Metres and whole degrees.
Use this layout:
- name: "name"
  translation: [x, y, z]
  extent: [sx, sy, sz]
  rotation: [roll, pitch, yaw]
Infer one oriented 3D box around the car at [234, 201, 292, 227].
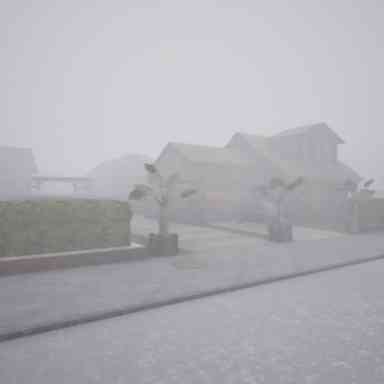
- name: "car"
  translation: [4.377, 1.334, 20.569]
  extent: [1.845, 1.501, 3.633]
  rotation: [1, 0, -38]
